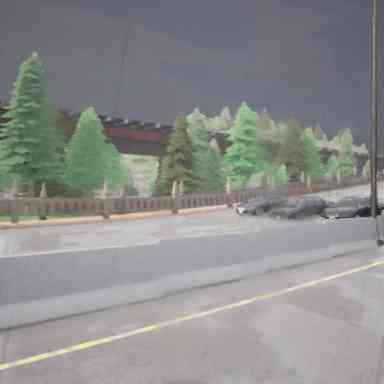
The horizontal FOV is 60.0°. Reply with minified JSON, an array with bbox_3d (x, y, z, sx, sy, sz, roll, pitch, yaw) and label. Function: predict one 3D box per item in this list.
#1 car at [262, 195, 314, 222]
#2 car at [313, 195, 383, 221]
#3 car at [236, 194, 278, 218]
[{"bbox_3d":[7.516,1.038,22.248,5.357,1.411,2.033,-4,3,-35],"label":"car"},{"bbox_3d":[9.490,1.002,19.356,4.892,1.490,1.837,-5,3,-35],"label":"car"},{"bbox_3d":[5.445,0.985,25.070,4.902,1.511,2.128,-4,3,-35],"label":"car"}]
